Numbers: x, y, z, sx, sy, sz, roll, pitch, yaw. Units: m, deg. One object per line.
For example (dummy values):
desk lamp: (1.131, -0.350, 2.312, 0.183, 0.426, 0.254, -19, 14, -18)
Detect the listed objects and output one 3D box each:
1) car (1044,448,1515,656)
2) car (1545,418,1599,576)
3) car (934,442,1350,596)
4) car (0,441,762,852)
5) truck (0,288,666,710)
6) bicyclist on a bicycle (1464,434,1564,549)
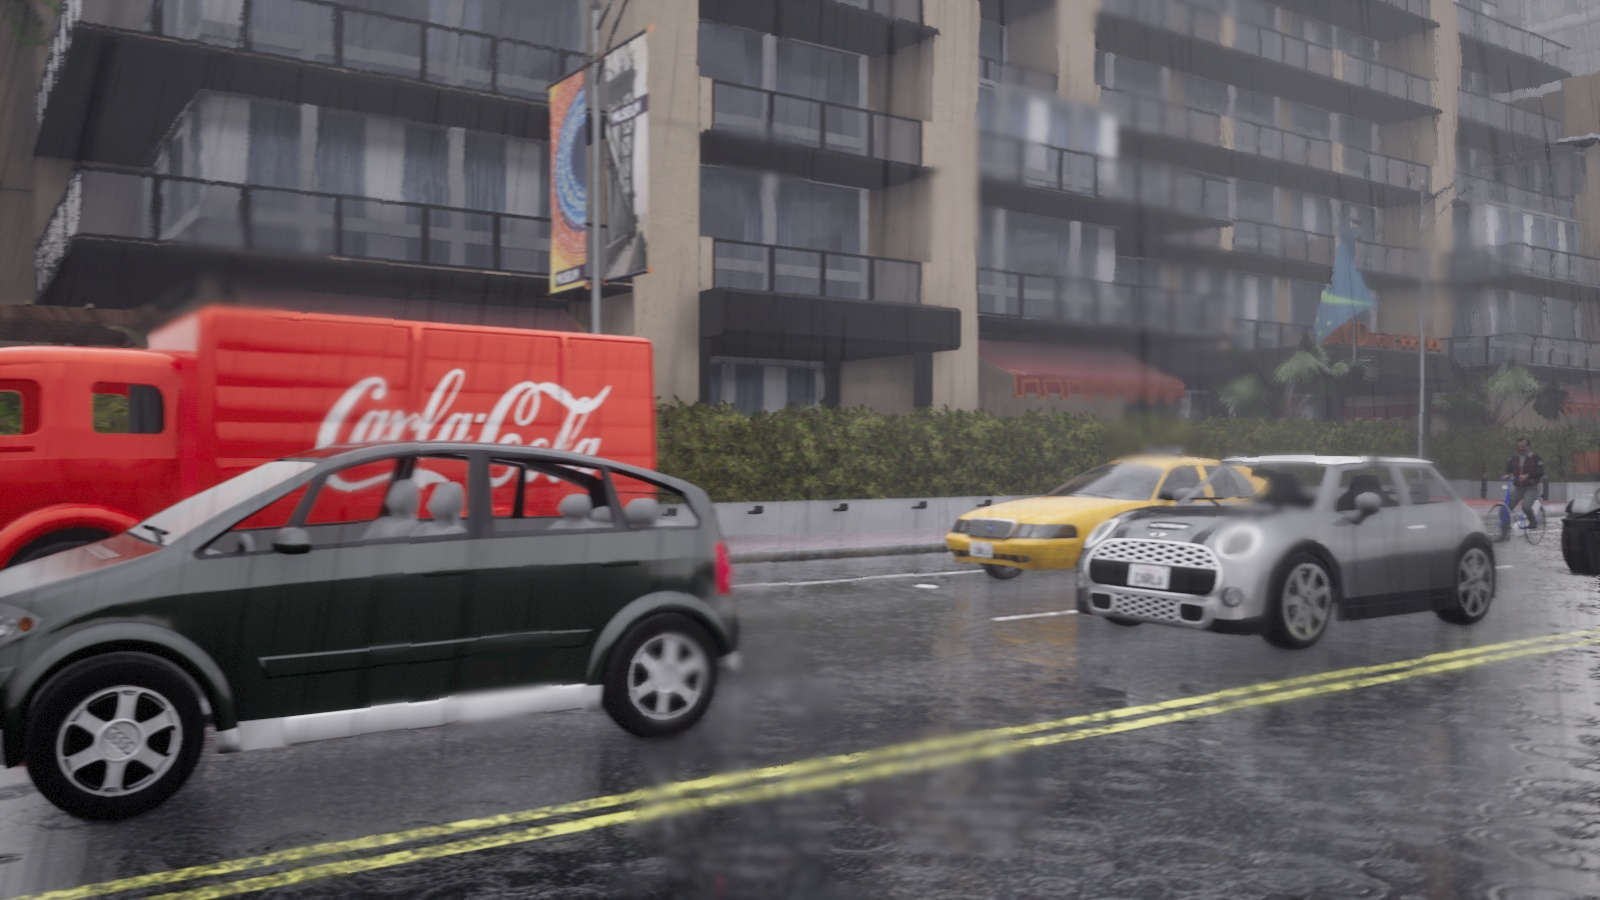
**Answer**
car: (4.184, 0.728, 10.826, 3.806, 1.475, 1.970, 0, 0, -35)
car: (11.299, 0.555, 15.774, 3.866, 1.878, 1.905, 0, 0, -35)
car: (4.252, 0.712, 15.133, 5.366, 1.575, 1.801, 0, 0, -35)
car: (-2.235, 0.744, 6.381, 3.705, 1.549, 1.789, 0, 0, -35)
truck: (-3.942, 0.290, 9.449, 5.204, 2.467, 2.627, 0, 0, -35)
bicyclist on a bicycle: (11.471, 0.640, 20.154, 1.843, 1.776, 0.659, 0, 0, -35)
